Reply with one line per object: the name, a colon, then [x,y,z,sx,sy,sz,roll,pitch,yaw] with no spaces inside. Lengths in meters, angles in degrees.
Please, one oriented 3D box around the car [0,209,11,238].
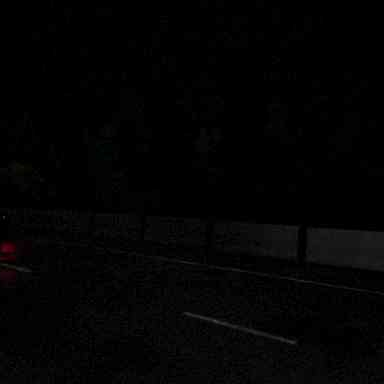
car: [-10.731,1.288,15.959,4.553,1.767,2.097,0,0,36]
